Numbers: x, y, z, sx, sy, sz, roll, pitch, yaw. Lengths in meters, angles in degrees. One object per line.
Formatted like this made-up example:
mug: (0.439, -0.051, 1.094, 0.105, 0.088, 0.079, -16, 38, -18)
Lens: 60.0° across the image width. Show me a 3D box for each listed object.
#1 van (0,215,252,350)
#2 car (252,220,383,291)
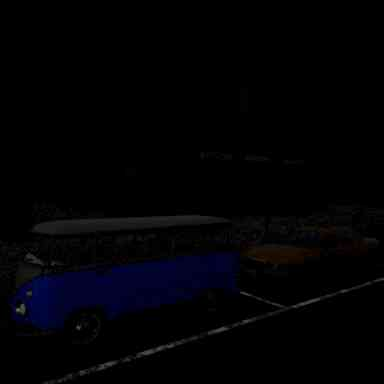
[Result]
van: (-1.006, 1.341, 5.928, 3.998, 1.788, 1.690, 0, 0, -35)
car: (3.291, 1.525, 8.976, 4.829, 1.417, 1.752, 0, 0, -35)
